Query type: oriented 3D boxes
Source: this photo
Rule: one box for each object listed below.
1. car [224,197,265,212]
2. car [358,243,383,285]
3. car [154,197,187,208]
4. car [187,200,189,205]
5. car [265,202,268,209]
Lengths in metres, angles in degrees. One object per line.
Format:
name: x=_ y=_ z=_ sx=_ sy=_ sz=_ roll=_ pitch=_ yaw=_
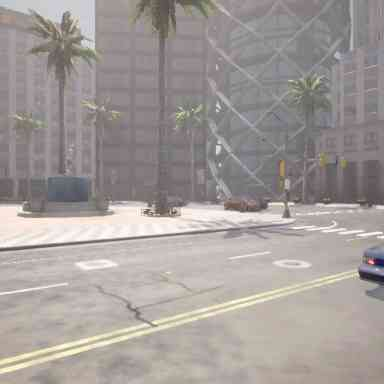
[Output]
car: x=5.940 y=1.352 z=39.669 sx=2.097 sy=1.767 sz=4.553 roll=0 pitch=0 yaw=-39
car: x=6.251 y=1.547 z=8.230 sx=5.357 sy=1.411 sz=2.033 roll=0 pitch=0 yaw=-35
car: x=-3.357 y=1.562 z=48.097 sx=4.181 sy=1.385 sz=1.994 roll=0 pitch=0 yaw=28
car: x=-2.757 y=1.491 z=51.720 sx=4.902 sy=1.511 sz=2.128 roll=0 pitch=0 yaw=26
car: x=7.585 y=1.478 z=43.233 sx=1.882 sy=1.535 sz=5.008 roll=0 pitch=0 yaw=-41
